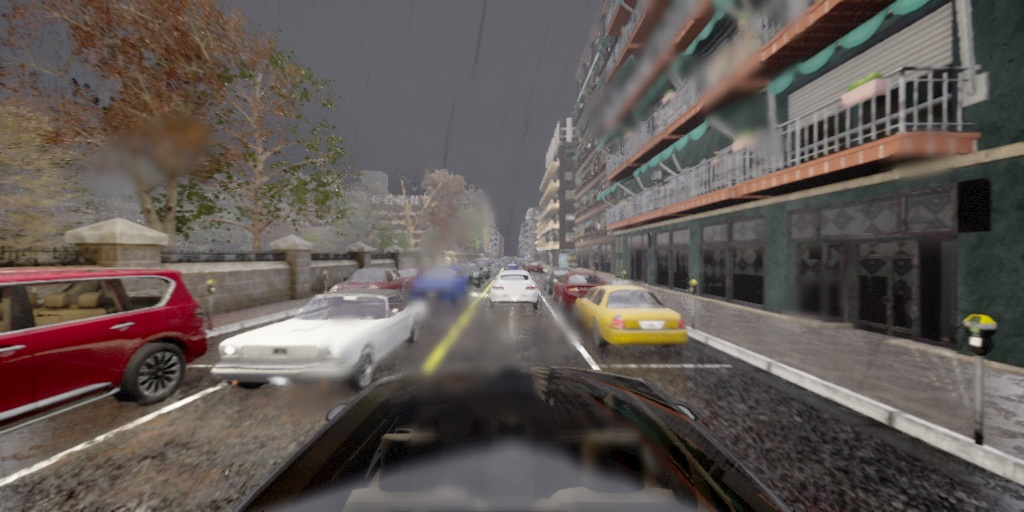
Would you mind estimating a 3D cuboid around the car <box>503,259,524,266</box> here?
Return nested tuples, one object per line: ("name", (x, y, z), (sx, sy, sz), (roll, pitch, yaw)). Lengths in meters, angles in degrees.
("car", (0.067, 1.349, 38.408), (1.812, 1.442, 4.674), (0, 0, 0))

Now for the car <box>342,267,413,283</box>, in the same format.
("car", (-5.694, 1.214, 14.567), (1.967, 1.591, 4.097), (0, 0, 0))

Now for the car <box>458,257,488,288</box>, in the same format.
("car", (-3.007, 1.145, 24.239), (2.097, 1.767, 4.553), (0, 0, 0))

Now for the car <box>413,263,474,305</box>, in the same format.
("car", (-3.092, 1.256, 16.349), (1.882, 1.535, 5.008), (0, 0, 0))

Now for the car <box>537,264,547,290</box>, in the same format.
("car", (2.685, 1.336, 20.106), (2.007, 1.370, 4.403), (0, 0, 0))

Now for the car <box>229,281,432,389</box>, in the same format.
("car", (-3.091, 1.361, 6.986), (1.895, 1.301, 4.718), (0, 0, 0))

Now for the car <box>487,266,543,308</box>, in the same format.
("car", (0.096, 1.301, 15.118), (1.812, 1.442, 4.674), (0, 0, 0))

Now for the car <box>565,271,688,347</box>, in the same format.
("car", (2.688, 1.289, 9.205), (1.751, 1.417, 4.829), (0, 0, 0))

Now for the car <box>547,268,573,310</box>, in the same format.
("car", (2.686, 1.319, 14.570), (1.888, 1.381, 4.507), (0, 0, 0))

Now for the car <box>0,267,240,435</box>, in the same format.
("car", (-5.691, 1.068, 3.497), (2.192, 1.841, 5.009), (0, 0, 0))

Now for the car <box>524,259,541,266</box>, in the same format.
("car", (2.679, 1.377, 42.246), (1.888, 1.381, 4.507), (0, 0, 0))

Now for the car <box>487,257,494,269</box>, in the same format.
("car", (-3.017, 1.164, 32.707), (2.097, 1.767, 4.553), (0, 0, 0))
